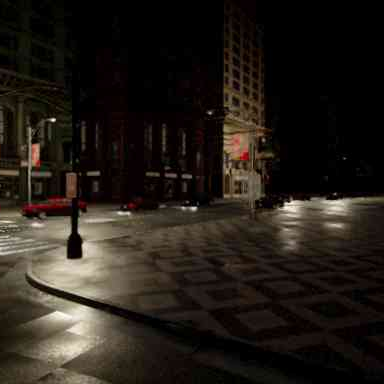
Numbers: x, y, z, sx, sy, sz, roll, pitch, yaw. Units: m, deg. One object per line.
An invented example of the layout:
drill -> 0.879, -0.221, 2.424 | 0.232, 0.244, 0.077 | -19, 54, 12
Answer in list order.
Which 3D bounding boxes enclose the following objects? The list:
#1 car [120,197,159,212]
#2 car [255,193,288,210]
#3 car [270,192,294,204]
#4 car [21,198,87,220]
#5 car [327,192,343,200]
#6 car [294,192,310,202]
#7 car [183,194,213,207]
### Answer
car -> -5.205, 1.204, 33.391 | 1.994, 1.385, 4.181 | 0, 1, 36
car -> 8.146, 1.099, 34.986 | 1.812, 1.442, 4.674 | 0, 1, 35
car -> 12.024, 0.768, 46.112 | 2.097, 1.767, 4.553 | 0, 1, 36
car -> -10.584, 1.236, 25.850 | 1.882, 1.535, 5.008 | 0, 1, 35
car -> 25.442, 0.761, 59.259 | 1.994, 1.385, 4.181 | 0, 1, 35
car -> 17.873, 0.766, 54.410 | 1.882, 1.535, 5.008 | 0, 1, 35
car -> 0.843, 1.014, 41.865 | 1.837, 1.490, 4.892 | 0, 1, 36
